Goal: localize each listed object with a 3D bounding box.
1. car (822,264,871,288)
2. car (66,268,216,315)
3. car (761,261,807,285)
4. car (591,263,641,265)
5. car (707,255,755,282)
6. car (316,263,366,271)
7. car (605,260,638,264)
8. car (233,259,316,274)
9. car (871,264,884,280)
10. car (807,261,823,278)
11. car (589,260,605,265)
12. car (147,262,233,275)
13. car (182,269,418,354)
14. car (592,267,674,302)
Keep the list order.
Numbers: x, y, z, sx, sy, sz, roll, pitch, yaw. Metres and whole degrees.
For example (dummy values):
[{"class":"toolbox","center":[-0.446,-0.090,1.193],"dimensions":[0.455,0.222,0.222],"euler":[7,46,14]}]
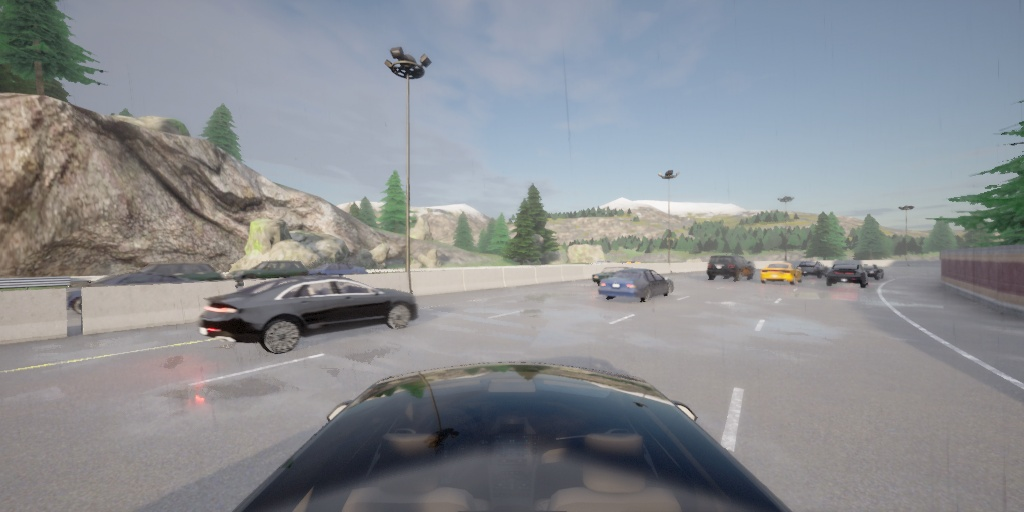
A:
[{"class":"car","center":[22.502,1.254,24.031],"dimensions":[4.892,1.490,1.837],"euler":[0,0,-43]},{"class":"car","center":[-14.308,1.314,13.601],"dimensions":[1.994,1.385,4.181],"euler":[0,0,35]},{"class":"car","center":[19.807,1.227,26.298],"dimensions":[5.008,1.535,1.882],"euler":[0,0,-44]},{"class":"car","center":[7.245,1.350,23.631],"dimensions":[1.895,1.301,4.718],"euler":[0,0,43]},{"class":"car","center":[17.953,0.968,29.390],"dimensions":[5.566,2.045,2.150],"euler":[1,0,-42]},{"class":"car","center":[-15.052,1.297,30.234],"dimensions":[2.033,1.411,5.357],"euler":[0,0,39]},{"class":"car","center":[14.324,1.231,45.071],"dimensions":[5.008,1.535,1.882],"euler":[0,0,-40]},{"class":"car","center":[-15.840,1.101,23.448],"dimensions":[2.097,1.767,4.553],"euler":[0,0,37]},{"class":"car","center":[30.453,1.350,30.847],"dimensions":[4.718,1.301,1.895],"euler":[0,0,-39]},{"class":"car","center":[27.764,1.240,33.153],"dimensions":[4.902,1.511,2.128],"euler":[0,0,-39]},{"class":"car","center":[12.091,1.191,47.766],"dimensions":[4.674,1.442,1.812],"euler":[0,0,-40]},{"class":"car","center":[-16.347,1.102,16.783],"dimensions":[2.097,1.767,4.553],"euler":[0,0,35]},{"class":"car","center":[-4.584,1.240,8.912],"dimensions":[2.128,1.511,4.902],"euler":[0,0,35]},{"class":"car","center":[5.998,1.296,16.988],"dimensions":[2.033,1.411,5.357],"euler":[0,0,40]}]
